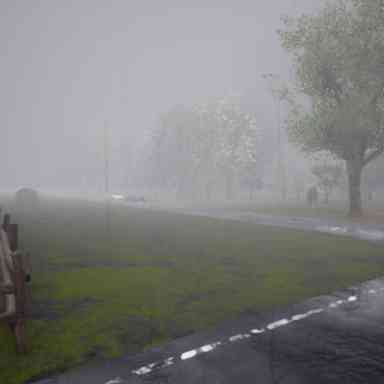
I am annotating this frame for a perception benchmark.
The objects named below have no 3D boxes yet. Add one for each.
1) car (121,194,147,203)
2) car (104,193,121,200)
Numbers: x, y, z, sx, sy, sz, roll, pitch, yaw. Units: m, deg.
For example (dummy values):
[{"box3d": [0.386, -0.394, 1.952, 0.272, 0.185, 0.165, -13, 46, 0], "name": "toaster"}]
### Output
[{"box3d": [-8.608, 0.941, 50.608, 1.895, 1.301, 4.718, 0, 1, -33], "name": "car"}, {"box3d": [-13.995, 0.784, 58.775, 1.895, 1.301, 4.718, 0, 1, -33], "name": "car"}]
